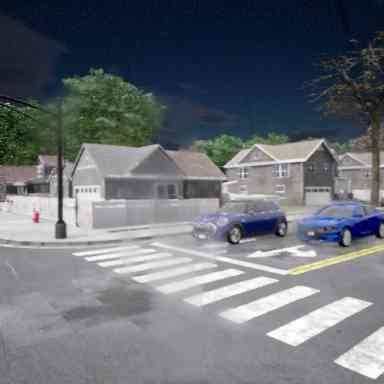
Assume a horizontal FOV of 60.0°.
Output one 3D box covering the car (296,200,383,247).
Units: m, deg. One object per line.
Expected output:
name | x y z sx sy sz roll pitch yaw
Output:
car | 6.332 1.228 13.855 5.008 1.535 1.882 -1 0 -39

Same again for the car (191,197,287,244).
car | 2.143 1.153 14.649 4.553 1.767 2.097 -1 0 -39

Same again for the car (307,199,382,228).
car | 9.542 1.201 20.565 5.357 1.411 2.033 -1 1 -39
